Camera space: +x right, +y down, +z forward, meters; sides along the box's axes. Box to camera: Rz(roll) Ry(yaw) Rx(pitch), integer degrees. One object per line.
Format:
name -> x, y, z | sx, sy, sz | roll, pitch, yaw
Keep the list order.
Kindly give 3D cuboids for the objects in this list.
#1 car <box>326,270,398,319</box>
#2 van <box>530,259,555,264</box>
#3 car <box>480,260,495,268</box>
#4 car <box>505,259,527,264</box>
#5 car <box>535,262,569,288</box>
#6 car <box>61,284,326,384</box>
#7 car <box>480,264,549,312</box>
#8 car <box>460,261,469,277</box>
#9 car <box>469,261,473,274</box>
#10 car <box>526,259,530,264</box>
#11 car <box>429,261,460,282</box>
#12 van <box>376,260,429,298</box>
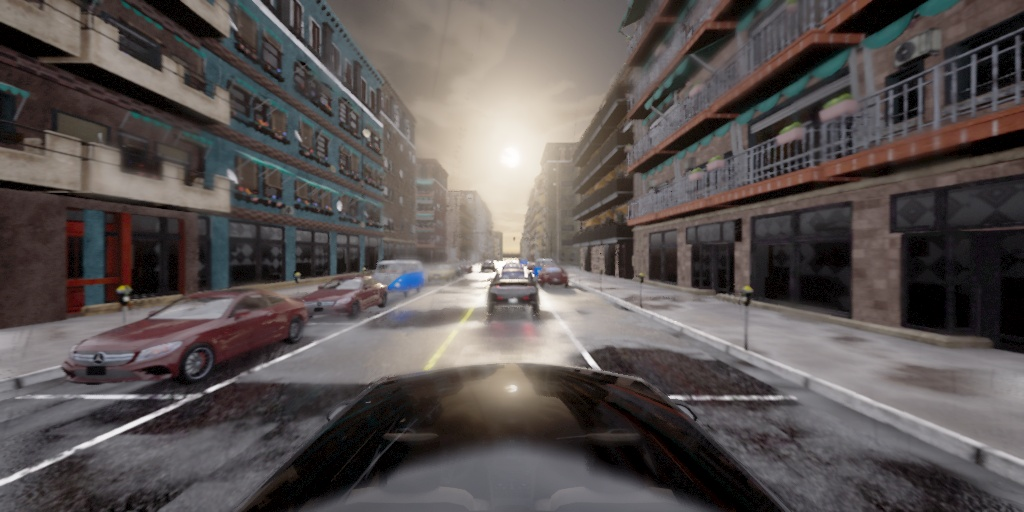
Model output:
car -> -5.694, 1.344, 12.666 | 1.802, 1.307, 4.207 | 0, 0, 0
van -> 2.683, 1.133, 29.626 | 1.690, 1.789, 3.998 | 0, 0, 0
car -> -3.073, 1.439, 47.028 | 1.895, 1.301, 4.718 | 0, 0, 0
car -> 0.070, 1.272, 30.623 | 1.882, 1.535, 5.008 | 0, 0, 0
car -> 2.684, 1.326, 23.966 | 1.888, 1.381, 4.507 | 0, 0, 0
car -> -5.692, 1.337, 7.005 | 1.802, 1.307, 4.207 | 0, 0, 0
car -> 0.066, 1.256, 14.169 | 2.128, 1.511, 4.902 | 0, 0, 0
car -> -5.699, 1.371, 35.313 | 1.948, 1.339, 4.313 | 0, 0, 0
car -> -5.744, 1.265, 42.823 | 1.967, 1.591, 4.097 | 0, 0, 0
car -> 2.786, 1.418, 46.607 | 1.802, 1.307, 4.207 | 0, 0, 0
car -> -5.698, 1.318, 29.481 | 1.751, 1.417, 4.829 | 0, 0, 0
van -> -5.695, 1.112, 18.329 | 1.690, 1.789, 3.998 | 0, 0, 0
